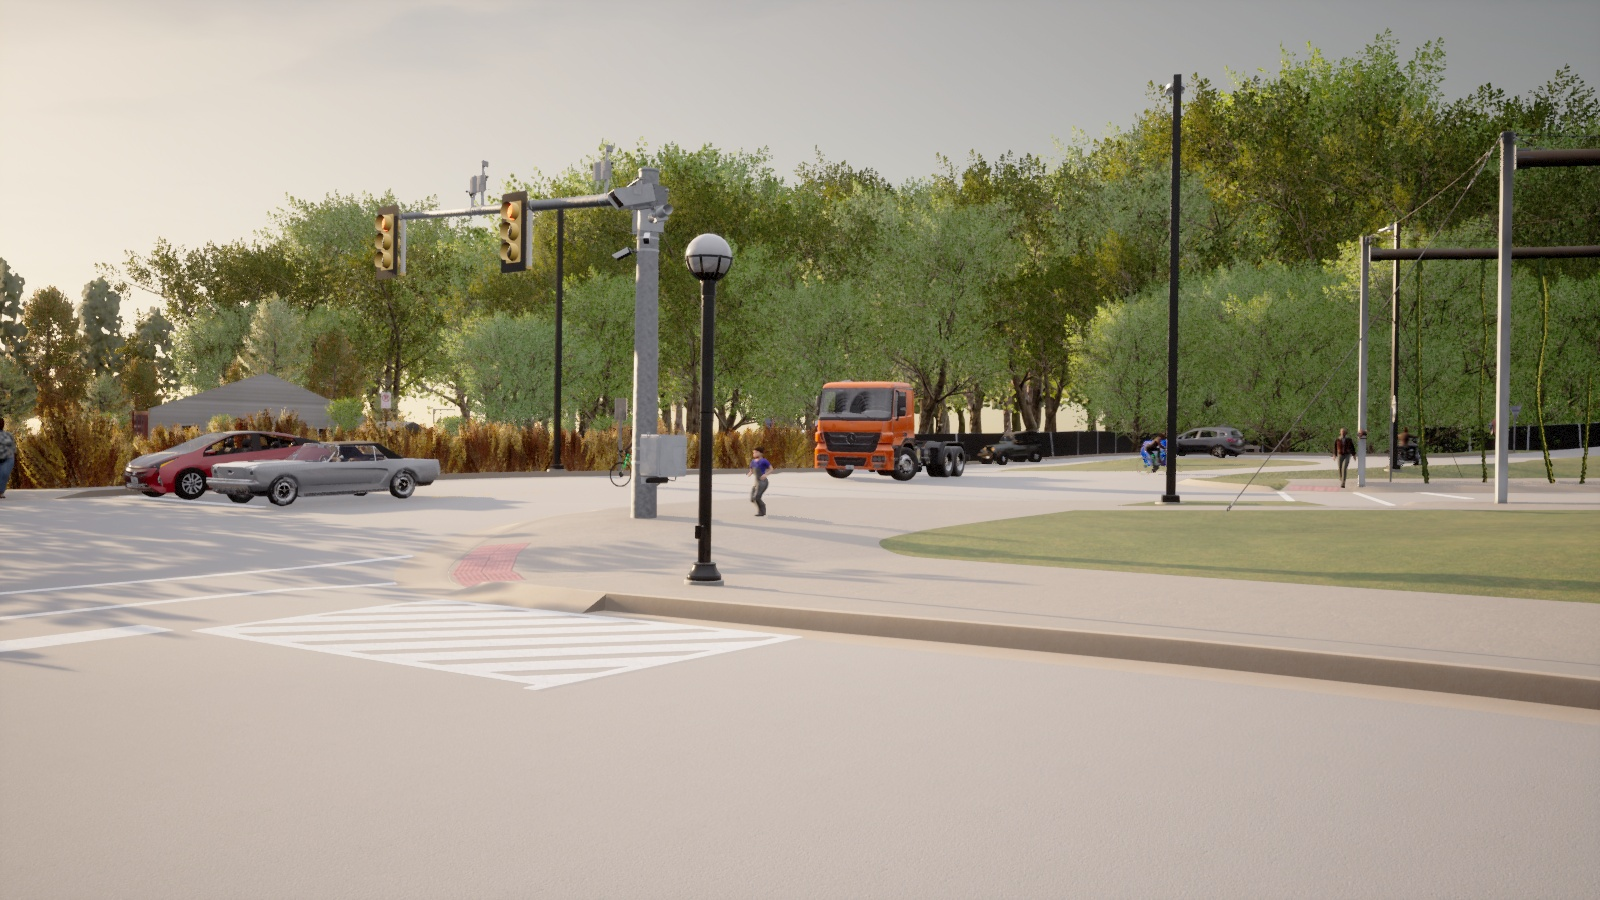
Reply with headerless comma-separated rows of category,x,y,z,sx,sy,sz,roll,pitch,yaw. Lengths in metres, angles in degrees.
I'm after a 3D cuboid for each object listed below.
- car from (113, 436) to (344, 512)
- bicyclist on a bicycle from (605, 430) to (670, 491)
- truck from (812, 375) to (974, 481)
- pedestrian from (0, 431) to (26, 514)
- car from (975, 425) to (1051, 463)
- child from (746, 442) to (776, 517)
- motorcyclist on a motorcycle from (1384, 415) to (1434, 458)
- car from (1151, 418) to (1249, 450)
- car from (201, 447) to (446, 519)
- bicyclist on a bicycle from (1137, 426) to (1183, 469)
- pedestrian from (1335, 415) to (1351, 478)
car,-13.417,0.513,29.721,2.007,1.525,4.514,0,2,37
bicyclist on a bicycle,-4.404,0.283,34.001,1.656,1.620,0.582,0,1,-33
truck,3.541,-0.790,45.304,2.891,3.462,7.936,0,1,28
pedestrian,-18.118,0.509,28.440,0.874,1.855,0.900,0,0,-41
car,12.416,-0.344,73.361,3.866,1.878,1.905,-5,1,-26
child,-0.654,0.490,21.299,0.437,1.263,0.270,0,0,-44
motorcyclist on a motorcycle,24.121,-0.546,49.683,2.350,1.649,0.766,-2,0,-38
car,22.153,-0.884,69.584,4.611,1.667,2.242,-1,2,39
car,-10.370,0.656,27.668,1.895,1.301,4.718,0,2,37
bicyclist on a bicycle,13.903,-0.084,48.489,1.656,1.620,0.582,-1,-1,16
pedestrian,16.223,-0.097,37.511,0.376,1.854,0.720,0,0,28
